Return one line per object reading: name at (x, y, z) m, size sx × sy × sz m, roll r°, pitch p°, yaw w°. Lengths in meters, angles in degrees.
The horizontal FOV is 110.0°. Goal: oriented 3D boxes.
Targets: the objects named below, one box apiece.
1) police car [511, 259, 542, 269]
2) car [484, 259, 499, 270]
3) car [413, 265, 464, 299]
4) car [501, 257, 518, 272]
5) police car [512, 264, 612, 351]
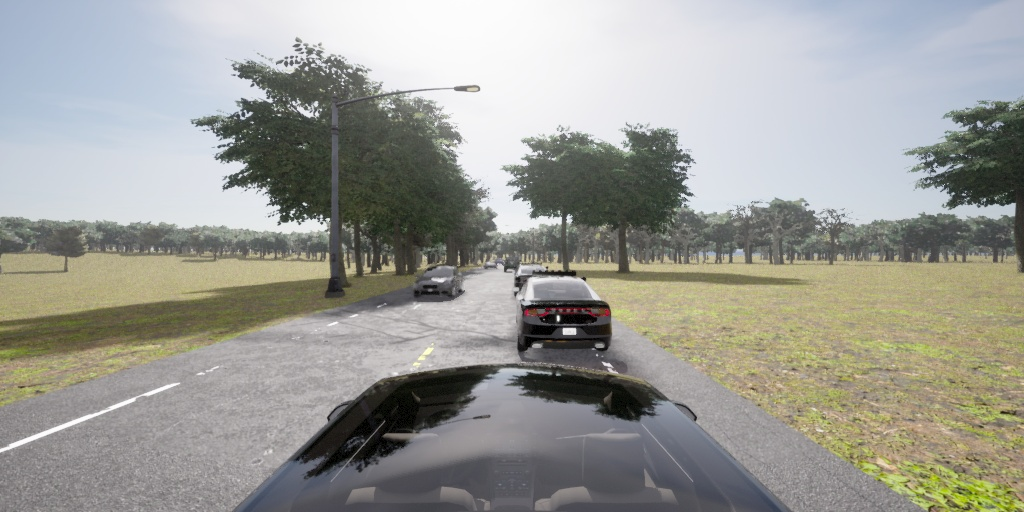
police car at (1.045, 1.172, 19.128) m, size 1.930 × 1.638 × 5.238 m, roll 0°, pitch 0°, yaw 0°
car at (-3.601, 1.548, 59.816) m, size 1.994 × 1.385 × 4.181 m, roll 0°, pitch -1°, yaw 0°
car at (-3.606, 1.251, 18.215) m, size 1.837 × 1.490 × 4.892 m, roll 0°, pitch 0°, yaw 0°
car at (0.018, 1.106, 48.488) m, size 2.150 × 2.045 × 5.566 m, roll 0°, pitch -1°, yaw 0°
police car at (1.048, 1.173, 9.126) m, size 1.930 × 1.638 × 5.238 m, roll 0°, pitch 0°, yaw 0°
